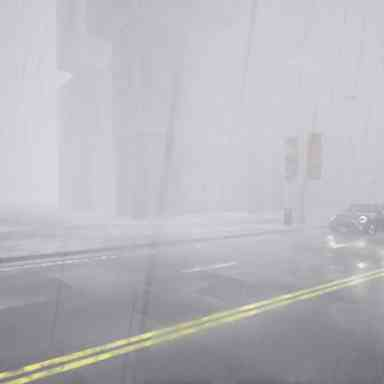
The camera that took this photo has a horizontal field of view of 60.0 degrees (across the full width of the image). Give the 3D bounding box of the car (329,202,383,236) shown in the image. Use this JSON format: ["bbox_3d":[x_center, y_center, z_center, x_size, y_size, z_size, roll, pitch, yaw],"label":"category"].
[{"bbox_3d":[9.718,1.385,18.597,4.553,1.767,2.097,0,0,-35],"label":"car"}]

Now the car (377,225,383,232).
[{"bbox_3d":[7.192,1.563,8.576,5.357,1.411,2.033,0,0,-36],"label":"car"}]
